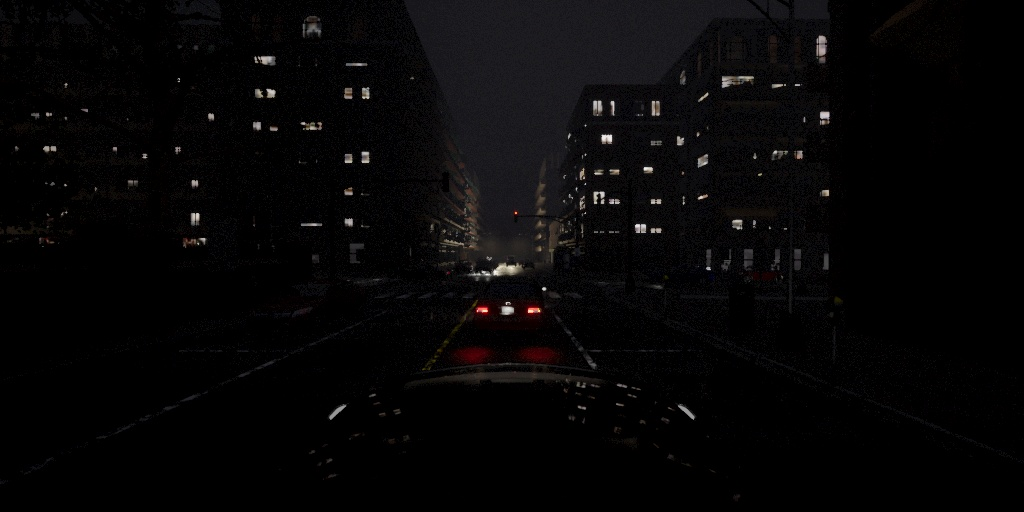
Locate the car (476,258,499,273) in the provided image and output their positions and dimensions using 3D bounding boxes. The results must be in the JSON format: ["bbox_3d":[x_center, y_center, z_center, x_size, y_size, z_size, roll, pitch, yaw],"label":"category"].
[{"bbox_3d":[-3.200,1.296,43.263,2.033,1.411,5.357,0,0,4],"label":"car"}]

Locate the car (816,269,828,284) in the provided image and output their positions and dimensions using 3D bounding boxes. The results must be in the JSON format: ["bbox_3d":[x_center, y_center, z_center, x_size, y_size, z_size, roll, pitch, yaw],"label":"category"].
[{"bbox_3d":[28.215,1.755,29.048,4.902,1.511,2.128,1,0,-1],"label":"car"}]

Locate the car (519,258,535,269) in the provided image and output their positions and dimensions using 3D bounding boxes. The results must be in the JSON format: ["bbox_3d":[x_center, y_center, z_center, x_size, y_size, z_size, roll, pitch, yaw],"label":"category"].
[{"bbox_3d":[2.525,1.299,54.284,2.007,1.370,4.403,0,0,0],"label":"car"}]

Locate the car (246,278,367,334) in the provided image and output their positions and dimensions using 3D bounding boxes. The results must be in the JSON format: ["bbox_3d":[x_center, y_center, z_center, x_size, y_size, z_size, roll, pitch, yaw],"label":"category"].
[{"bbox_3d":[-5.715,1.331,10.574,1.802,1.307,4.207,0,0,0],"label":"car"}]

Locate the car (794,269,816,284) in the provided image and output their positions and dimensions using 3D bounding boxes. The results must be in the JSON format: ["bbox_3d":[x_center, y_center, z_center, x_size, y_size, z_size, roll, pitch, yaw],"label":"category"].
[{"bbox_3d":[26.960,1.813,31.595,4.207,1.307,1.802,0,0,-1],"label":"car"}]

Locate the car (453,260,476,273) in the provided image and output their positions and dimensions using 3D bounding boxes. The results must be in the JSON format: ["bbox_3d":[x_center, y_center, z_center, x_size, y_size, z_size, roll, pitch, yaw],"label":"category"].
[{"bbox_3d":[-5.819,1.188,42.985,1.967,1.591,4.097,0,0,0],"label":"car"}]

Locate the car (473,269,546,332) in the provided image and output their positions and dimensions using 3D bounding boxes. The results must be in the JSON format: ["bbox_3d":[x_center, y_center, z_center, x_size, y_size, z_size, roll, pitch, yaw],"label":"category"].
[{"bbox_3d":[0.050,1.297,10.789,2.033,1.411,5.357,0,0,3],"label":"car"}]

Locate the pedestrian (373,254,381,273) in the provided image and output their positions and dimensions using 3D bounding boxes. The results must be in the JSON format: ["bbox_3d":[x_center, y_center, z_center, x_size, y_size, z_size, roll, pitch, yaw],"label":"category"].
[{"bbox_3d":[-12.814,0.652,33.955,0.375,1.860,0.375,0,-1,-1],"label":"pedestrian"}]

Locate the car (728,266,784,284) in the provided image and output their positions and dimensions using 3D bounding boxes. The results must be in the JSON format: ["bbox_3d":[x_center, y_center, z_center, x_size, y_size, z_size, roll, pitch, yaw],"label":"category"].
[{"bbox_3d":[21.287,1.571,31.508,4.097,1.591,1.967,0,0,-1],"label":"car"}]

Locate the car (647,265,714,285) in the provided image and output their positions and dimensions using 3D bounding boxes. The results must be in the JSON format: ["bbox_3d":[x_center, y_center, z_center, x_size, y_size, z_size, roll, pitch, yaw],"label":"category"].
[{"bbox_3d":[13.481,1.484,28.825,5.008,1.535,1.882,1,0,-1],"label":"car"}]

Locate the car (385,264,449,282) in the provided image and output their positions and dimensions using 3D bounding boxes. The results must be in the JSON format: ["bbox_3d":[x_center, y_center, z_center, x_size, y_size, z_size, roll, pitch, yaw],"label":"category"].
[{"bbox_3d":[-7.480,1.317,28.507,4.718,1.301,1.895,1,0,-1],"label":"car"}]

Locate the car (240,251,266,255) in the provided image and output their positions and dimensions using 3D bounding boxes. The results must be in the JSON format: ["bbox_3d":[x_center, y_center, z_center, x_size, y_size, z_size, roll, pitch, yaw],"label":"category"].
[{"bbox_3d":[-17.611,0.694,25.146,5.566,2.045,2.150,1,0,-1],"label":"car"}]

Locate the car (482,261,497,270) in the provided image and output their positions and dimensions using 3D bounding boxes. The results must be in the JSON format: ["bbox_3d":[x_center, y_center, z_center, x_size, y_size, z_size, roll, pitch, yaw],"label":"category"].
[{"bbox_3d":[-3.242,1.349,53.213,1.895,1.301,4.718,0,0,0],"label":"car"}]
